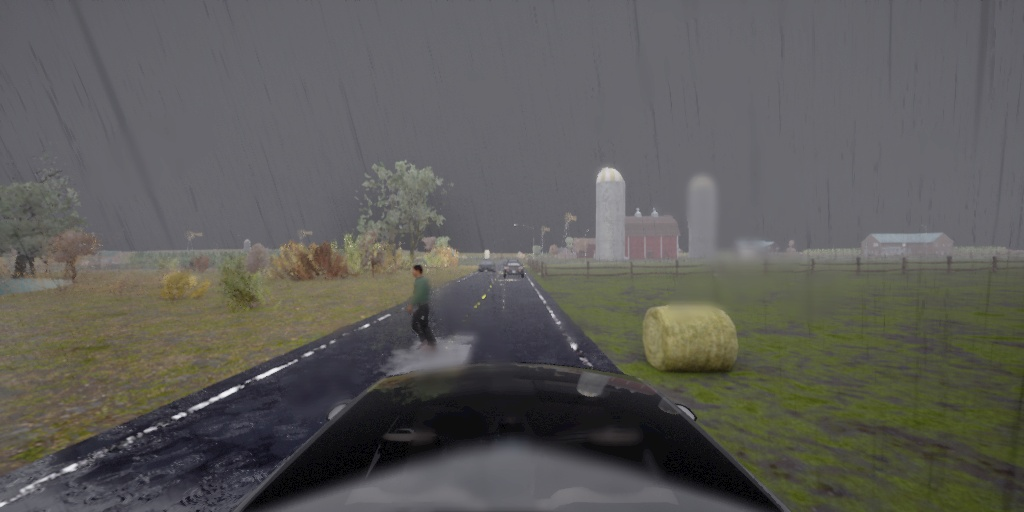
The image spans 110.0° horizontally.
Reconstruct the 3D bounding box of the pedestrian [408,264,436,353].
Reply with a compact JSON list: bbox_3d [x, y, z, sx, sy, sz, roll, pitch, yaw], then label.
[{"bbox_3d":[-1.835,1.029,7.318,0.375,1.860,0.375,-1,1,-3],"label":"pedestrian"}]

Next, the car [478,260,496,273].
[{"bbox_3d":[-2.797,1.212,41.049,2.033,1.411,5.357,0,0,0],"label":"car"}]

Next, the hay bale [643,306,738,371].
[{"bbox_3d":[3.130,1.393,6.471,1.220,1.180,1.240,0,0,0],"label":"hay bale"}]

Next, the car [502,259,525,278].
[{"bbox_3d":[0.132,1.206,33.304,1.812,1.442,4.674,0,-1,-1],"label":"car"}]
